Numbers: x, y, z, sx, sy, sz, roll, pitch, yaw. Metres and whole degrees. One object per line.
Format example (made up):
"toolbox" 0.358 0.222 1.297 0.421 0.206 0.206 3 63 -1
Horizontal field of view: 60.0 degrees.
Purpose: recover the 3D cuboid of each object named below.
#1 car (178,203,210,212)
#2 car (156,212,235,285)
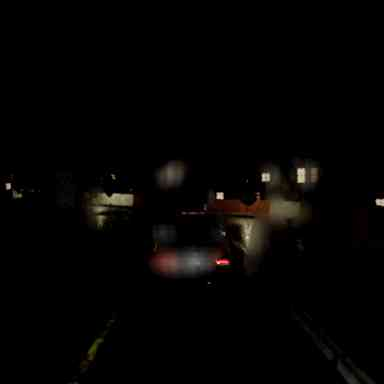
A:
"car" 0.128 1.453 21.878 2.128 1.511 4.902 0 0 1
"car" 0.053 1.530 9.470 2.033 1.411 5.357 0 0 0
